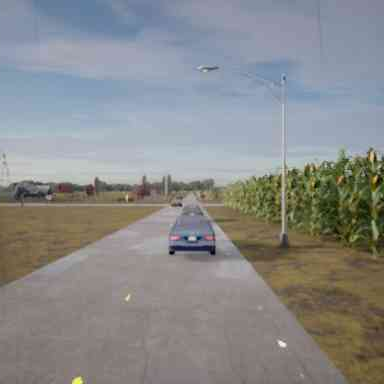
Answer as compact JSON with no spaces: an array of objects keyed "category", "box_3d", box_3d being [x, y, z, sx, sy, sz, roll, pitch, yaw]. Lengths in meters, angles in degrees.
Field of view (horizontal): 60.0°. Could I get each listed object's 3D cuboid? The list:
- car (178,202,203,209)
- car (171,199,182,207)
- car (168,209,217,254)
[{"category":"car","box_3d":[0.028,1.813,29.295,1.994,1.385,4.181,0,0,0]},{"category":"car","box_3d":[-2.706,1.979,60.270,1.882,1.535,5.008,0,-1,0]},{"category":"car","box_3d":[0.012,1.672,13.980,2.033,1.411,5.357,0,0,0]}]
